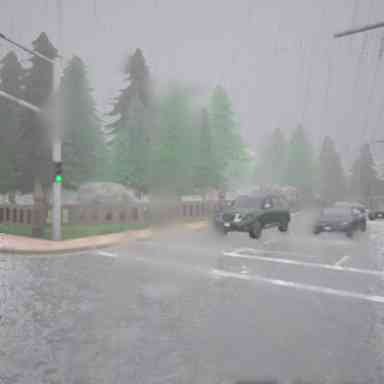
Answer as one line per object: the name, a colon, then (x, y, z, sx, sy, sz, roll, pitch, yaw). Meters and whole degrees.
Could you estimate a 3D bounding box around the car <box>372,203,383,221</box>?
car: (15.137, 1.515, 25.324, 4.181, 1.385, 1.994, 0, 0, -39)

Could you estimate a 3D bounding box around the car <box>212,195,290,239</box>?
car: (3.304, 1.163, 17.531, 2.150, 2.045, 5.566, 0, 0, 38)

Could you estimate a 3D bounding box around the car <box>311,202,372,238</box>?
car: (7.949, 1.478, 17.764, 1.812, 1.442, 4.674, 0, 0, 39)
